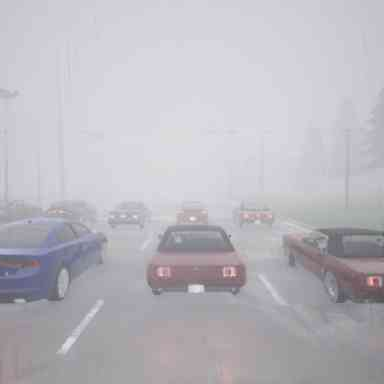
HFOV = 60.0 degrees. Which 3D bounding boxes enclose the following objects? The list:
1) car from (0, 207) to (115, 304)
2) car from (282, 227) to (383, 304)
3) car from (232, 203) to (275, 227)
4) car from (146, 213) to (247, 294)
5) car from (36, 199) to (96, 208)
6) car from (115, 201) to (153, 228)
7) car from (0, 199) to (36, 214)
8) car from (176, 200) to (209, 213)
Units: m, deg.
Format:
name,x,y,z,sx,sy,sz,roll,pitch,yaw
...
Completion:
name,x,y,z,sx,sy,sz,roll,pitch,yaw
car,-3.445,1.346,7.921,1.882,1.535,5.008,0,1,0
car,3.577,1.472,7.751,1.895,1.301,4.718,0,1,0
car,3.525,1.274,19.871,1.895,1.301,4.718,0,1,1
car,0.072,1.462,8.357,1.895,1.301,4.718,0,1,0
car,-6.974,1.182,19.551,1.837,1.490,4.892,0,1,0
car,-3.473,1.229,19.317,2.033,1.411,5.357,0,1,0
car,-10.474,1.168,19.612,2.128,1.511,4.902,0,1,0
car,0.024,1.199,19.883,1.812,1.442,4.674,0,1,0
